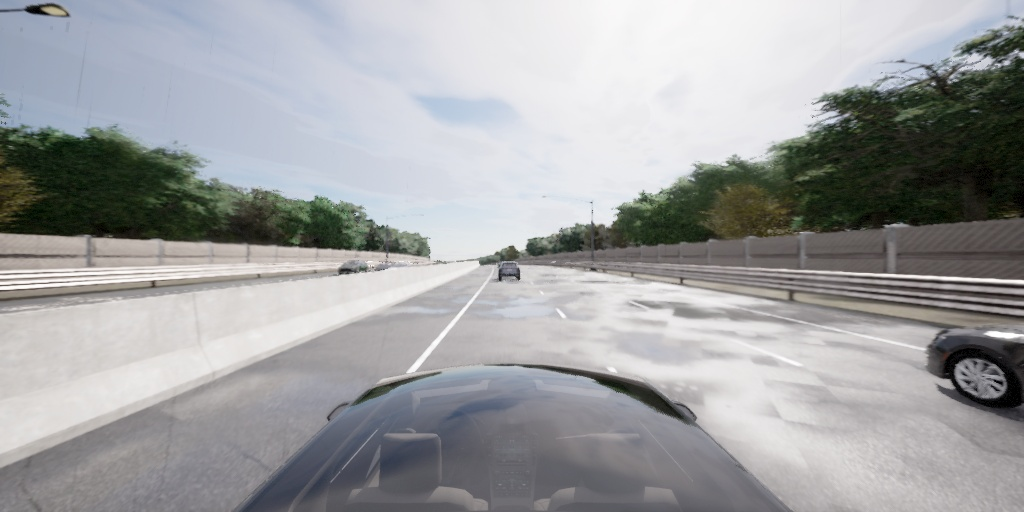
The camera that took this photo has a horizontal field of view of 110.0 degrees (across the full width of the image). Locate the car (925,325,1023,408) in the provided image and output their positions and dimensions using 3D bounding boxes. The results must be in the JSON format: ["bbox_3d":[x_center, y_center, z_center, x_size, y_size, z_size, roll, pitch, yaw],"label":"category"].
[{"bbox_3d":[7.120,1.241,3.301,1.837,1.490,4.892,0,0,0],"label":"car"}]

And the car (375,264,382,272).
[{"bbox_3d":[-14.734,1.454,42.764,1.994,1.385,4.181,0,0,-1],"label":"car"}]

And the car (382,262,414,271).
[{"bbox_3d":[-11.045,1.382,35.910,1.812,1.442,4.674,0,0,-1],"label":"car"}]

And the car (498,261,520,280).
[{"bbox_3d":[-0.266,1.259,32.629,2.033,1.649,4.856,0,0,-2],"label":"car"}]

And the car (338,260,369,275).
[{"bbox_3d":[-18.200,1.241,41.343,2.097,1.767,4.553,0,0,-1],"label":"car"}]
